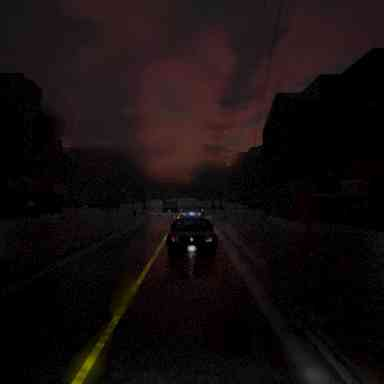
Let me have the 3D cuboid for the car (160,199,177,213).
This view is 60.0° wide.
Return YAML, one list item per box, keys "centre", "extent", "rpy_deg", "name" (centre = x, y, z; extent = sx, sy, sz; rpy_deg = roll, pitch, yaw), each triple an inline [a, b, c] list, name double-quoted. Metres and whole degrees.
- centre: [-2.770, 1.973, 43.742]
  extent: [2.033, 1.411, 5.357]
  rpy_deg: [0, -1, 0]
  name: "car"

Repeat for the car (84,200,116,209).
- centre: [-14.720, 1.985, 54.410]
  extent: [4.507, 1.381, 1.887]
  rpy_deg: [0, -1, 0]
  name: "car"

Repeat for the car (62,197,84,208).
- centre: [-20.152, 1.718, 54.403]
  extent: [5.009, 1.841, 2.192]
  rpy_deg: [0, -1, 0]
  name: "car"

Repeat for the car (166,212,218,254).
- centre: [-0.003, 1.735, 14.103]
  extent: [1.895, 1.301, 4.718]
  rpy_deg: [0, -1, 0]
  name: "car"

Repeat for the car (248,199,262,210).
- centre: [11.691, 1.948, 54.470]
  extent: [5.009, 1.841, 2.192]
  rpy_deg: [0, -1, 0]
  name: "car"

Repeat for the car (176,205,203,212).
- centre: [-0.012, 1.825, 28.982]
  extent: [2.033, 1.411, 5.357]
  rpy_deg: [0, -1, 0]
  name: "car"
